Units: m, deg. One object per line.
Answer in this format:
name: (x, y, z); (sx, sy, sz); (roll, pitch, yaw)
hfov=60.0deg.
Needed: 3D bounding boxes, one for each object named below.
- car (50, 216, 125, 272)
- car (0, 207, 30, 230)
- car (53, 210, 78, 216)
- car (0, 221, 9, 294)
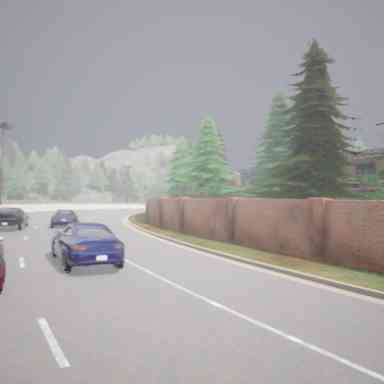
car: (-3.759, 1.792, 11.745); (1.812, 1.442, 4.674); (3, -2, -29)
car: (-12.952, 1.864, 23.901); (1.837, 1.490, 4.892); (2, -2, -19)
car: (-10.271, 2.100, 26.889); (1.994, 1.385, 4.181); (2, -2, -19)
car: (-5.919, 1.661, 8.519); (1.994, 1.385, 4.181); (3, -2, -30)
